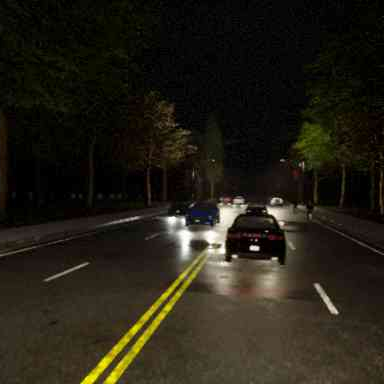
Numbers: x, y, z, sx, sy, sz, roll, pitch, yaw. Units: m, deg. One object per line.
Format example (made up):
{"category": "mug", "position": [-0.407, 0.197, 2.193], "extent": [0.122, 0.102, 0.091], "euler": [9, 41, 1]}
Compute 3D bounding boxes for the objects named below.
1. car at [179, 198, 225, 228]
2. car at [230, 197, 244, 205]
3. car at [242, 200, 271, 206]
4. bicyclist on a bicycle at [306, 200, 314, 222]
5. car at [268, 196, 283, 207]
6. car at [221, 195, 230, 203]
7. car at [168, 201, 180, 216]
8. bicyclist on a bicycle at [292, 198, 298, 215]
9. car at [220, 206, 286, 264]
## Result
{"category": "car", "position": [0.809, 1.455, 22.366], "extent": [1.882, 1.535, 5.008], "euler": [1, 0, 11]}
{"category": "car", "position": [8.813, 1.667, 62.664], "extent": [1.812, 1.442, 4.674], "euler": [1, 0, 12]}
{"category": "car", "position": [5.802, 1.670, 29.893], "extent": [1.895, 1.301, 4.718], "euler": [1, 0, 11]}
{"category": "bicyclist on a bicycle", "position": [9.129, 1.510, 25.848], "extent": [0.659, 1.776, 1.843], "euler": [1, 0, 11]}
{"category": "car", "position": [14.207, 1.768, 55.734], "extent": [1.812, 1.442, 4.674], "euler": [1, 0, 11]}
{"category": "car", "position": [7.259, 1.454, 71.439], "extent": [2.097, 1.767, 4.553], "euler": [1, 0, 11]}
{"category": "car", "position": [-0.842, 1.499, 30.808], "extent": [1.994, 1.385, 4.181], "euler": [1, 0, 11]}
{"category": "bicyclist on a bicycle", "position": [11.083, 1.541, 35.774], "extent": [0.659, 1.776, 1.843], "euler": [1, 0, 11]}
{"category": "car", "position": [2.312, 1.499, 12.150], "extent": [1.882, 1.535, 5.008], "euler": [1, 0, 11]}
